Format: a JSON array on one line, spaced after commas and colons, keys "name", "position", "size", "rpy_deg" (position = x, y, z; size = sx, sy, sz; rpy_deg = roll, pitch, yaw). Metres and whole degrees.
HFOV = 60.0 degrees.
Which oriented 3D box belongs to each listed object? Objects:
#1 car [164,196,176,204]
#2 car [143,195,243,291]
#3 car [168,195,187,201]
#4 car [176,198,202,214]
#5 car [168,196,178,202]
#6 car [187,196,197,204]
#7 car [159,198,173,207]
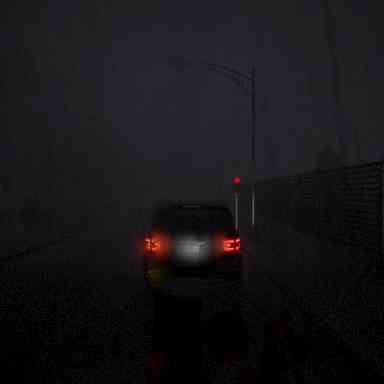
[{"name": "car", "position": [-4.117, 1.547, 63.327], "size": [2.033, 1.411, 5.357], "rpy_deg": [0, 0, 0]}, {"name": "car", "position": [0.034, 1.221, 9.132], "size": [2.150, 2.045, 5.566], "rpy_deg": [0, 0, 0]}, {"name": "car", "position": [-3.905, 1.477, 87.285], "size": [5.008, 1.535, 1.882], "rpy_deg": [0, 0, 40]}, {"name": "car", "position": [-0.255, 1.477, 37.574], "size": [1.882, 1.535, 5.008], "rpy_deg": [1, 0, 12]}, {"name": "car", "position": [-4.074, 1.552, 73.313], "size": [1.994, 1.385, 4.181], "rpy_deg": [0, 0, 0]}, {"name": "car", "position": [0.036, 1.525, 62.670], "size": [1.812, 1.442, 4.674], "rpy_deg": [0, 0, 0]}, {"name": "car", "position": [-4.147, 1.601, 53.565], "size": [1.895, 1.301, 4.718], "rpy_deg": [0, 0, 0]}]
